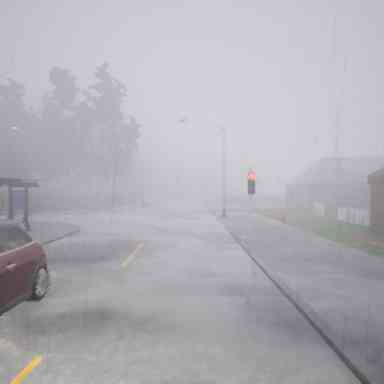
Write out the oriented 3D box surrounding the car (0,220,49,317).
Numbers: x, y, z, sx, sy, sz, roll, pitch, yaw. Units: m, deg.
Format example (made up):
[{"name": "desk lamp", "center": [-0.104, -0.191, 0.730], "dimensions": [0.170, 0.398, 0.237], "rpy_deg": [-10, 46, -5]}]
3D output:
[{"name": "car", "center": [-4.086, 1.326, 5.162], "dimensions": [2.097, 1.767, 4.553], "rpy_deg": [0, 0, 0]}]
